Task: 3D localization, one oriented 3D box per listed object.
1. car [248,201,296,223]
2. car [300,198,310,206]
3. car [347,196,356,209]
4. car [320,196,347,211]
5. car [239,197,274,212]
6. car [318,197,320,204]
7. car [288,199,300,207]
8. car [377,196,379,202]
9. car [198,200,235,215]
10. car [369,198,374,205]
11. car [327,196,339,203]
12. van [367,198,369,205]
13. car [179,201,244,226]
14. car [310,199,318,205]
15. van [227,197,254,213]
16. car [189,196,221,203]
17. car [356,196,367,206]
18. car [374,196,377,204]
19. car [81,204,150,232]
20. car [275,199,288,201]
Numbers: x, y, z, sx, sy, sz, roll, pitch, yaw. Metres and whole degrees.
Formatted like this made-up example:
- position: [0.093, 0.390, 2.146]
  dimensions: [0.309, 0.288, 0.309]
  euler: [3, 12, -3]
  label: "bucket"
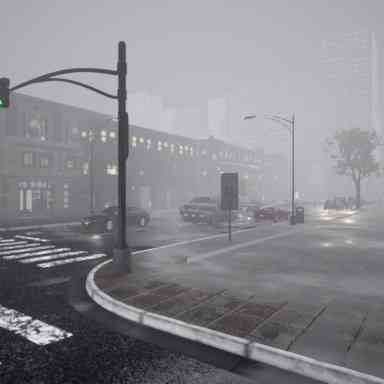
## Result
- position: [6.564, 1.670, 27.027]
  dimensions: [1.887, 1.381, 4.507]
  euler: [0, 0, 35]
  label: "car"
- position: [18.768, 1.846, 58.985]
  dimensions: [2.008, 1.369, 4.403]
  euler: [0, -1, 35]
  label: "car"
- position: [22.435, 1.581, 49.643]
  dimensions: [2.192, 1.841, 5.009]
  euler: [0, -1, 35]
  label: "car"
- position: [19.252, 1.676, 45.125]
  dimensions: [1.967, 1.590, 4.097]
  euler: [0, -1, 35]
  label: "car"
- position: [7.072, 1.660, 37.861]
  dimensions: [2.128, 1.511, 4.902]
  euler: [0, 0, 35]
  label: "car"
- position: [28.317, 1.828, 72.537]
  dimensions: [1.967, 1.590, 4.097]
  euler: [0, -1, 35]
  label: "car"
- position: [15.585, 1.815, 54.468]
  dimensions: [2.008, 1.369, 4.403]
  euler: [0, -1, 35]
  label: "car"
- position: [41.534, 2.037, 76.743]
  dimensions: [1.802, 1.307, 4.206]
  euler: [0, -1, 35]
  label: "car"
- position: [2.755, 1.674, 36.261]
  dimensions: [1.752, 1.417, 4.829]
  euler: [0, 0, 35]
  label: "car"
- position: [35.168, 1.971, 67.709]
  dimensions: [1.802, 1.307, 4.206]
  euler: [0, -1, 35]
  label: "car"
- position: [34.683, 1.893, 81.571]
  dimensions: [1.967, 1.590, 4.097]
  euler: [0, -1, 35]
  label: "car"
- position: [31.985, 1.699, 63.194]
  dimensions: [1.690, 1.788, 3.998]
  euler: [0, -1, 35]
  label: "van"
- position: [1.544, 1.649, 24.483]
  dimensions: [2.033, 1.411, 5.357]
  euler: [0, 0, 35]
  label: "car"
- position: [21.951, 1.876, 63.503]
  dimensions: [2.008, 1.369, 4.403]
  euler: [0, -1, 35]
  label: "car"
- position: [6.035, 1.518, 40.918]
  dimensions: [1.690, 1.788, 3.998]
  euler: [0, 0, 35]
  label: "van"
- position: [1.157, 1.340, 29.490]
  dimensions: [2.150, 2.045, 5.566]
  euler: [0, 0, 35]
  label: "car"
- position: [28.802, 1.642, 58.678]
  dimensions: [2.192, 1.841, 5.009]
  euler: [0, -1, 35]
  label: "car"
- position: [38.449, 1.948, 72.366]
  dimensions: [1.752, 1.417, 4.829]
  euler: [0, -1, 35]
  label: "car"
- position: [-4.732, 1.578, 21.173]
  dimensions: [1.837, 1.490, 4.892]
  euler: [0, 0, 34]
  label: "car"
- position: [12.304, 1.759, 49.812]
  dimensions: [1.752, 1.417, 4.829]
  euler: [0, -1, 35]
  label: "car"
